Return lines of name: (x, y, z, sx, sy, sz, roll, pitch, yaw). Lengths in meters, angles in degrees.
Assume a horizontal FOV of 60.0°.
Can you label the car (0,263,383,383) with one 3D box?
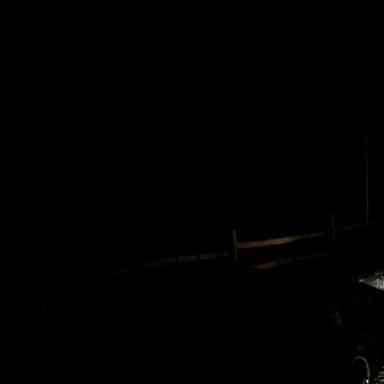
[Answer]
car: (-0.038, 1.509, 3.051, 5.357, 1.411, 2.033, -2, 1, -37)
